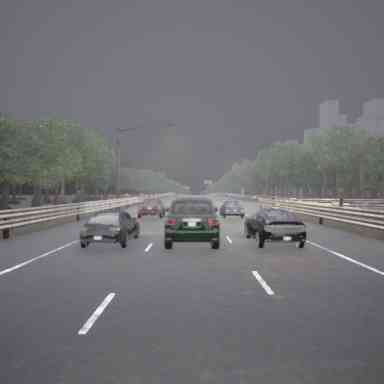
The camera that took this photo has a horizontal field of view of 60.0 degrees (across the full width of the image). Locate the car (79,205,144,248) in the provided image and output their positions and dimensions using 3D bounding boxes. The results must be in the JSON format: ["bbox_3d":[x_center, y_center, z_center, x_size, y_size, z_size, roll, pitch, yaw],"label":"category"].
[{"bbox_3d":[-3.500,1.533,14.650,1.812,1.442,4.674,0,0,0],"label":"car"}]

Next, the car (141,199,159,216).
[{"bbox_3d":[-3.500,1.362,29.620,2.097,1.767,4.553,0,0,0],"label":"car"}]

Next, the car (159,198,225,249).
[{"bbox_3d":[0.000,1.258,14.680,2.150,2.045,5.566,0,0,0],"label":"car"}]

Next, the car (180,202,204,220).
[{"bbox_3d":[0.000,1.613,29.680,1.895,1.301,4.718,0,0,0],"label":"car"}]

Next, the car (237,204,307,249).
[{"bbox_3d":[3.500,1.495,14.650,2.128,1.511,4.902,0,0,0],"label":"car"}]

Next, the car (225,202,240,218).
[{"bbox_3d":[3.500,1.560,29.650,2.033,1.411,5.357,0,0,0],"label":"car"}]
